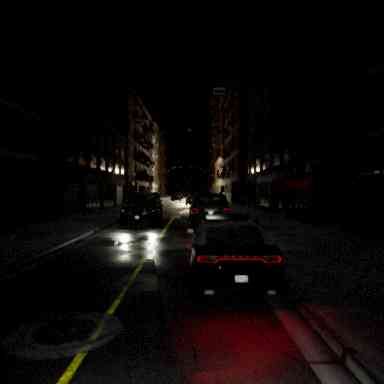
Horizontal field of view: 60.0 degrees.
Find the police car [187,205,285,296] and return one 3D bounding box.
[{"bbox_3d":[0.901,1.351,8.640,1.930,1.638,5.238,0,0,0],"label":"police car"}]

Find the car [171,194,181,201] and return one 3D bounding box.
[{"bbox_3d":[-3.020,1.039,63.664,2.033,1.411,5.357,0,0,1],"label":"car"}]

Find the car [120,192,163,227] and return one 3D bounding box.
[{"bbox_3d":[-3.097,1.040,21.474,2.150,2.045,5.566,0,0,0],"label":"car"}]

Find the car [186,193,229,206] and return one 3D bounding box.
[{"bbox_3d":[0.904,1.068,18.558,2.150,2.045,5.566,0,0,0],"label":"car"}]

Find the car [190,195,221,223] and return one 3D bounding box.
[{"bbox_3d":[0.905,1.146,24.499,2.097,1.767,4.553,0,0,0],"label":"car"}]
